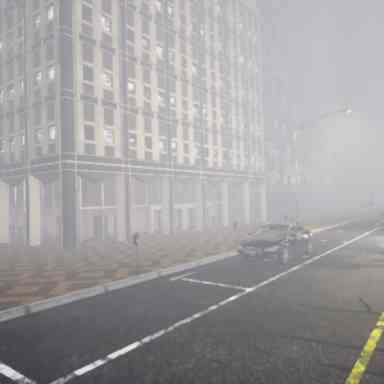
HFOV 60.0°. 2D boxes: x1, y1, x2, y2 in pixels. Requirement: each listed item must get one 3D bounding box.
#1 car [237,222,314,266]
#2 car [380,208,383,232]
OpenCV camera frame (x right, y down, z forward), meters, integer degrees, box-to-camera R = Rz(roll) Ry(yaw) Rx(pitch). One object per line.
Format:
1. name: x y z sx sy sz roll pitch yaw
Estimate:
1. car: 3.333 1.857 12.830 2.008 1.369 4.403 -3 -2 37
2. car: 13.918 1.834 22.276 2.128 1.511 4.902 -3 -2 37
